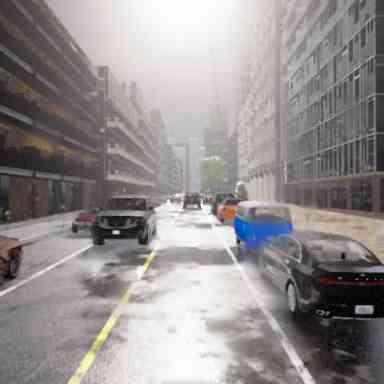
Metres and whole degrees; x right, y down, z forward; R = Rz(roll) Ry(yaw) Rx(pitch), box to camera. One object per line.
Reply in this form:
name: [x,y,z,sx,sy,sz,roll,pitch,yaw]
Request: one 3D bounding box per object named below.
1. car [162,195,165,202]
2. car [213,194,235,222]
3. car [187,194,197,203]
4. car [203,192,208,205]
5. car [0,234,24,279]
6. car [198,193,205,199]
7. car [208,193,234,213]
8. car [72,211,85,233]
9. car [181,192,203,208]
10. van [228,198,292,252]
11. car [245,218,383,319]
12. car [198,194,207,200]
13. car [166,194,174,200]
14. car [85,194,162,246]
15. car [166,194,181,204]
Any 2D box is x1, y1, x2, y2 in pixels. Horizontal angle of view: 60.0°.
car: [-5.305,1.326,46.851,1.947,1.339,4.313,1,0,0]
car: [2.993,1.224,24.707,2.097,1.767,4.553,0,0,0]
car: [0.034,1.200,59.943,1.837,1.490,4.892,0,-1,1]
car: [2.587,1.172,52.373,1.967,1.590,4.097,1,0,0]
car: [-5.304,1.543,7.326,1.802,1.307,4.206,1,0,0]
car: [2.594,1.090,91.938,1.887,1.381,4.507,1,0,0]
car: [2.988,1.063,31.767,2.150,2.045,5.566,0,0,0]
car: [-5.302,1.484,18.618,1.802,1.307,4.206,1,0,0]
car: [0.031,1.008,43.193,2.150,2.045,5.566,0,0,1]
van: [2.581,1.273,12.806,1.690,1.788,3.998,1,0,0]
car: [2.577,1.513,7.155,2.008,1.369,4.403,1,0,0]
car: [2.590,1.148,80.635,2.008,1.369,4.403,1,0,0]
car: [-5.257,1.123,80.559,1.752,1.417,4.829,1,0,0]
car: [-2.847,1.141,15.228,2.150,2.045,5.566,0,0,0]
car: [-2.799,1.203,56.684,2.128,1.511,4.902,0,0,0]
